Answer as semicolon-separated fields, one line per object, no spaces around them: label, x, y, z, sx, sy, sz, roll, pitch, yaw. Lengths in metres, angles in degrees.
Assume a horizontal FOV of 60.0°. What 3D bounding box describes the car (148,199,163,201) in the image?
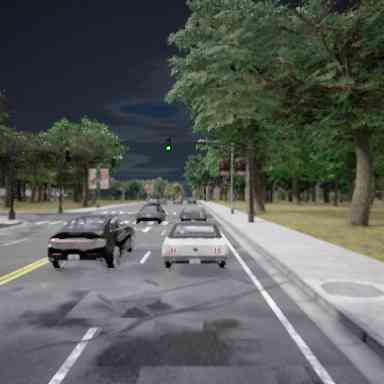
car;-6.586;1.889;56.529;1.882;1.535;5.008;0;-1;0

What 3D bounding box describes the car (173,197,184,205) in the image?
car;-3.285;2.201;76.972;1.994;1.385;4.181;0;-1;0

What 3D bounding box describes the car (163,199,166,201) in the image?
car;-6.532;2.139;71.725;1.994;1.385;4.181;0;-1;0

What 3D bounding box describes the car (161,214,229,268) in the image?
car;0.092;1.642;11.421;1.895;1.301;4.718;0;0;0

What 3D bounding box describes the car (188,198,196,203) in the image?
car;-0.039;2.187;86.982;1.994;1.385;4.181;0;-1;0

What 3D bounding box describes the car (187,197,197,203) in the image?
car;-0.034;2.001;76.913;2.097;1.767;4.553;0;-1;0

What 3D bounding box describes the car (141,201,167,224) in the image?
car;-3.161;1.693;26.278;1.994;1.385;4.181;0;0;0

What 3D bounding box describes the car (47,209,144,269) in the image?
car;-3.154;1.532;11.282;2.128;1.511;4.902;0;0;0

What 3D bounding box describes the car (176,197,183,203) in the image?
car;-3.289;2.159;86.981;1.812;1.442;4.674;0;-1;0

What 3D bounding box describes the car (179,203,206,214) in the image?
car;0.089;1.718;24.642;1.895;1.301;4.718;0;0;0
